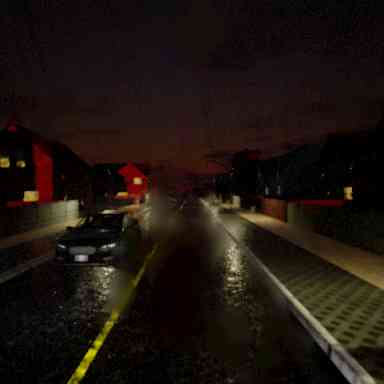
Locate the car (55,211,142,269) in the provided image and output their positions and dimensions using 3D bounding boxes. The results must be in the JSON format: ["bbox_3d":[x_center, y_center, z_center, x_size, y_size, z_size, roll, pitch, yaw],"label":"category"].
[{"bbox_3d":[-2.841,1.422,10.995,2.128,1.511,4.902,0,0,0],"label":"car"}]

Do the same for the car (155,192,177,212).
[{"bbox_3d":[-2.773,1.054,36.431,2.150,2.045,5.566,0,0,0],"label":"car"}]
